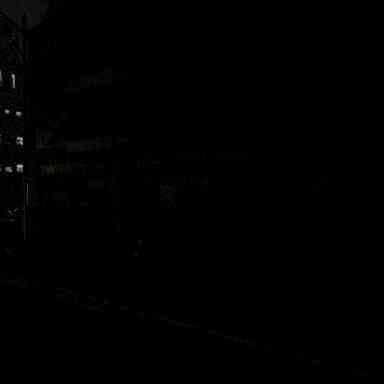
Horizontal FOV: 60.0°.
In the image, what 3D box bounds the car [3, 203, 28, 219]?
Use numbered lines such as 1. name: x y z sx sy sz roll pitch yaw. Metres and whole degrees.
1. car: -16.563 1.736 33.828 2.097 1.767 4.553 0 -1 34
